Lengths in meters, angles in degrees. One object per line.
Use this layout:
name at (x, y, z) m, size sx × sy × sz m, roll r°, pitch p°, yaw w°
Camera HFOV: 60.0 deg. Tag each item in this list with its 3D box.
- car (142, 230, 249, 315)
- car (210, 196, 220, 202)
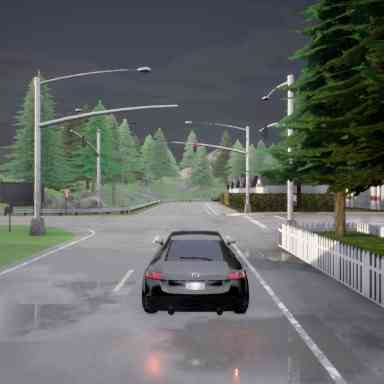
car at (0.075, 1.564, 7.644) m, size 1.994 × 1.385 × 4.181 m, roll 0°, pitch 0°, yaw 1°
car at (6.697, 1.525, 72.863) m, size 5.357 × 1.411 × 2.033 m, roll 0°, pitch 0°, yaw -22°
